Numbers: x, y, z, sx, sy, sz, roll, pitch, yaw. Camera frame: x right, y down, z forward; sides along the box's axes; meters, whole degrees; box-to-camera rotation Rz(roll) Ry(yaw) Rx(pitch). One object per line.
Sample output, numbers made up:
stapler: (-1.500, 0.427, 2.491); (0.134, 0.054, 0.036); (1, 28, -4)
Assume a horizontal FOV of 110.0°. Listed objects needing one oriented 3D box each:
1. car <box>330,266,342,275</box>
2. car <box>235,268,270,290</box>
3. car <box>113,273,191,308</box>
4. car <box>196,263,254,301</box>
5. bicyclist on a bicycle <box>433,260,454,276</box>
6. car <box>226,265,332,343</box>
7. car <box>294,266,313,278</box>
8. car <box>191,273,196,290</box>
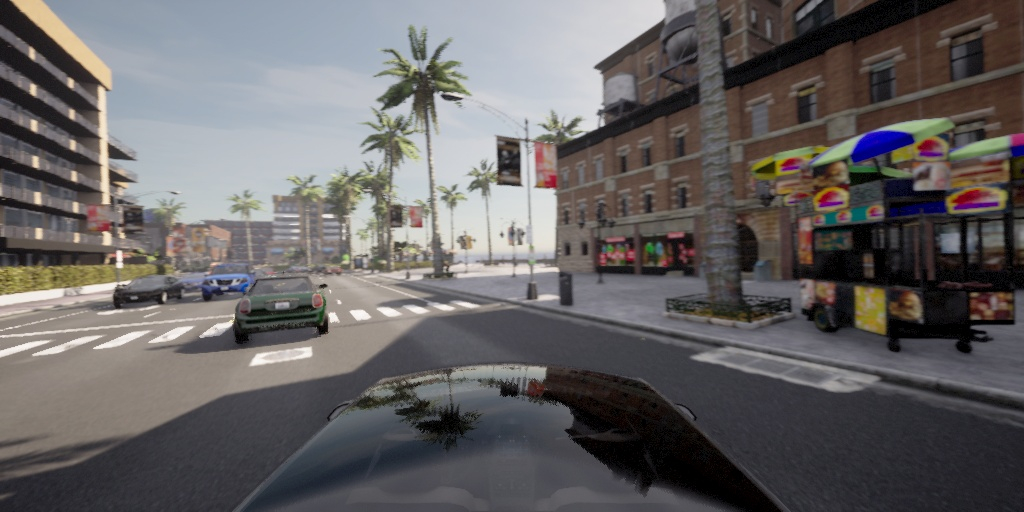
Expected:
car: (-24.964, 2.053, 49.772); (1.895, 1.301, 4.718); (-2, 0, -33)
car: (-22.178, 1.893, 30.812); (1.882, 1.535, 5.008); (-2, 0, -30)
car: (-20.099, 1.855, 20.062); (1.882, 1.535, 5.008); (-2, 0, -30)
car: (-17.379, 1.500, 22.355); (2.150, 2.045, 5.566); (-2, 0, -30)
bicyclist on a bicycle: (-5.876, 1.159, 31.396); (1.656, 1.620, 0.582); (-2, 0, -30)
car: (-6.830, 1.305, 10.996); (2.097, 1.767, 4.553); (-2, 0, -28)
car: (-27.578, 2.074, 47.344); (1.812, 1.442, 4.674); (-2, 0, -33)
car: (-24.697, 2.035, 28.153); (1.812, 1.442, 4.674); (-2, 0, -29)
